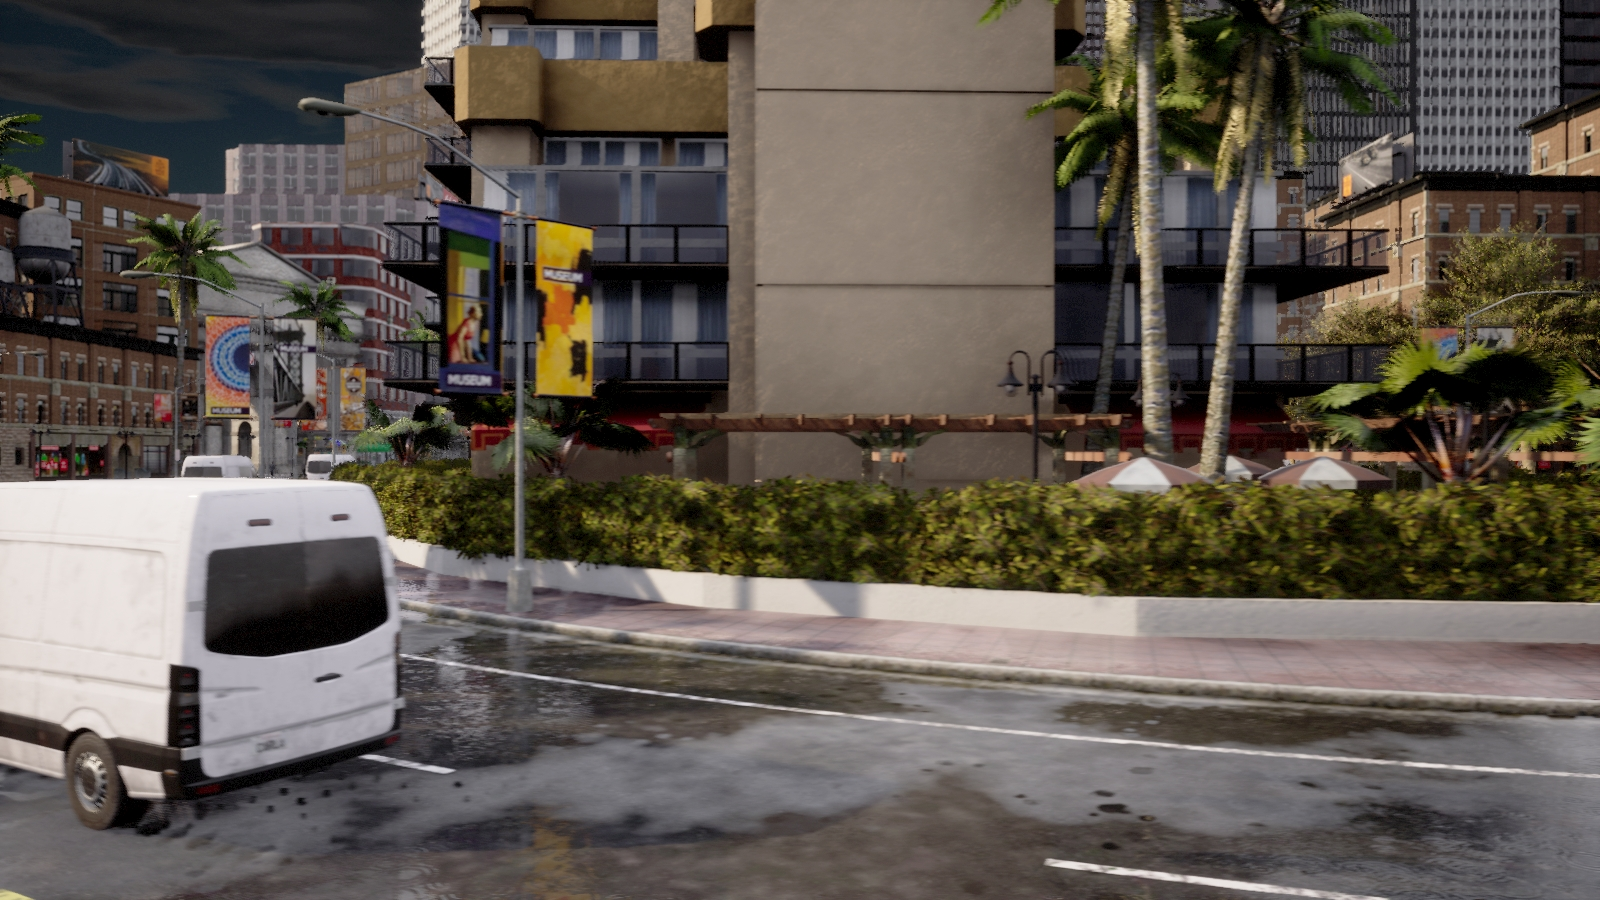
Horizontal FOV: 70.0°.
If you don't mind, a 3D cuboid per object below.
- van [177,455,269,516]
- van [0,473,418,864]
[{"bbox_3d":[-26.207,1.545,52.148,1.988,2.561,5.915,0,0,-9],"label":"van"},{"bbox_3d":[-6.225,1.536,10.145,5.915,2.561,1.988,0,0,31],"label":"van"}]
